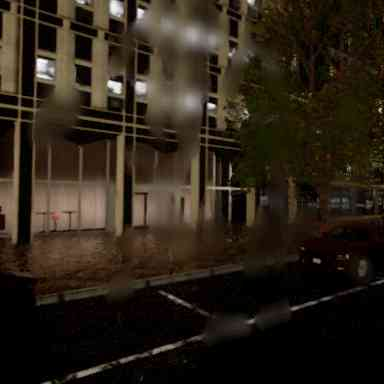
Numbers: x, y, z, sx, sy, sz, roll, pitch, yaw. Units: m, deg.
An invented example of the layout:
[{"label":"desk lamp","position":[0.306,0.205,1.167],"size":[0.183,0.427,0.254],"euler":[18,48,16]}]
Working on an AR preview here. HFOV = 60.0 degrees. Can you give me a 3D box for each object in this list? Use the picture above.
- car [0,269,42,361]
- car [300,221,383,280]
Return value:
[{"label":"car","position":[-4.013,1.556,3.684],"size":[4.313,1.339,1.947],"euler":[1,1,-35]},{"label":"car","position":[5.196,1.625,10.253],"size":[4.507,1.381,1.887],"euler":[1,1,-35]}]
